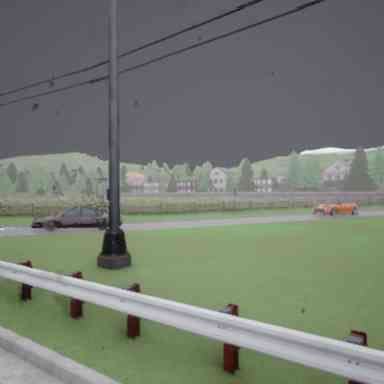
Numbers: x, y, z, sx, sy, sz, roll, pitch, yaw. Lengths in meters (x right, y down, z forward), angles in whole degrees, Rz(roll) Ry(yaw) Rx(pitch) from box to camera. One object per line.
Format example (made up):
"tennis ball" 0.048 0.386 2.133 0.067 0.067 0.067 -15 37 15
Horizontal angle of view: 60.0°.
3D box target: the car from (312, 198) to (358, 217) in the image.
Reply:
"car" 13.551 1.392 31.557 4.553 1.767 2.097 0 0 -30

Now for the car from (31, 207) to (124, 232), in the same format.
"car" -7.052 1.645 20.800 5.357 1.411 2.033 0 0 -18
